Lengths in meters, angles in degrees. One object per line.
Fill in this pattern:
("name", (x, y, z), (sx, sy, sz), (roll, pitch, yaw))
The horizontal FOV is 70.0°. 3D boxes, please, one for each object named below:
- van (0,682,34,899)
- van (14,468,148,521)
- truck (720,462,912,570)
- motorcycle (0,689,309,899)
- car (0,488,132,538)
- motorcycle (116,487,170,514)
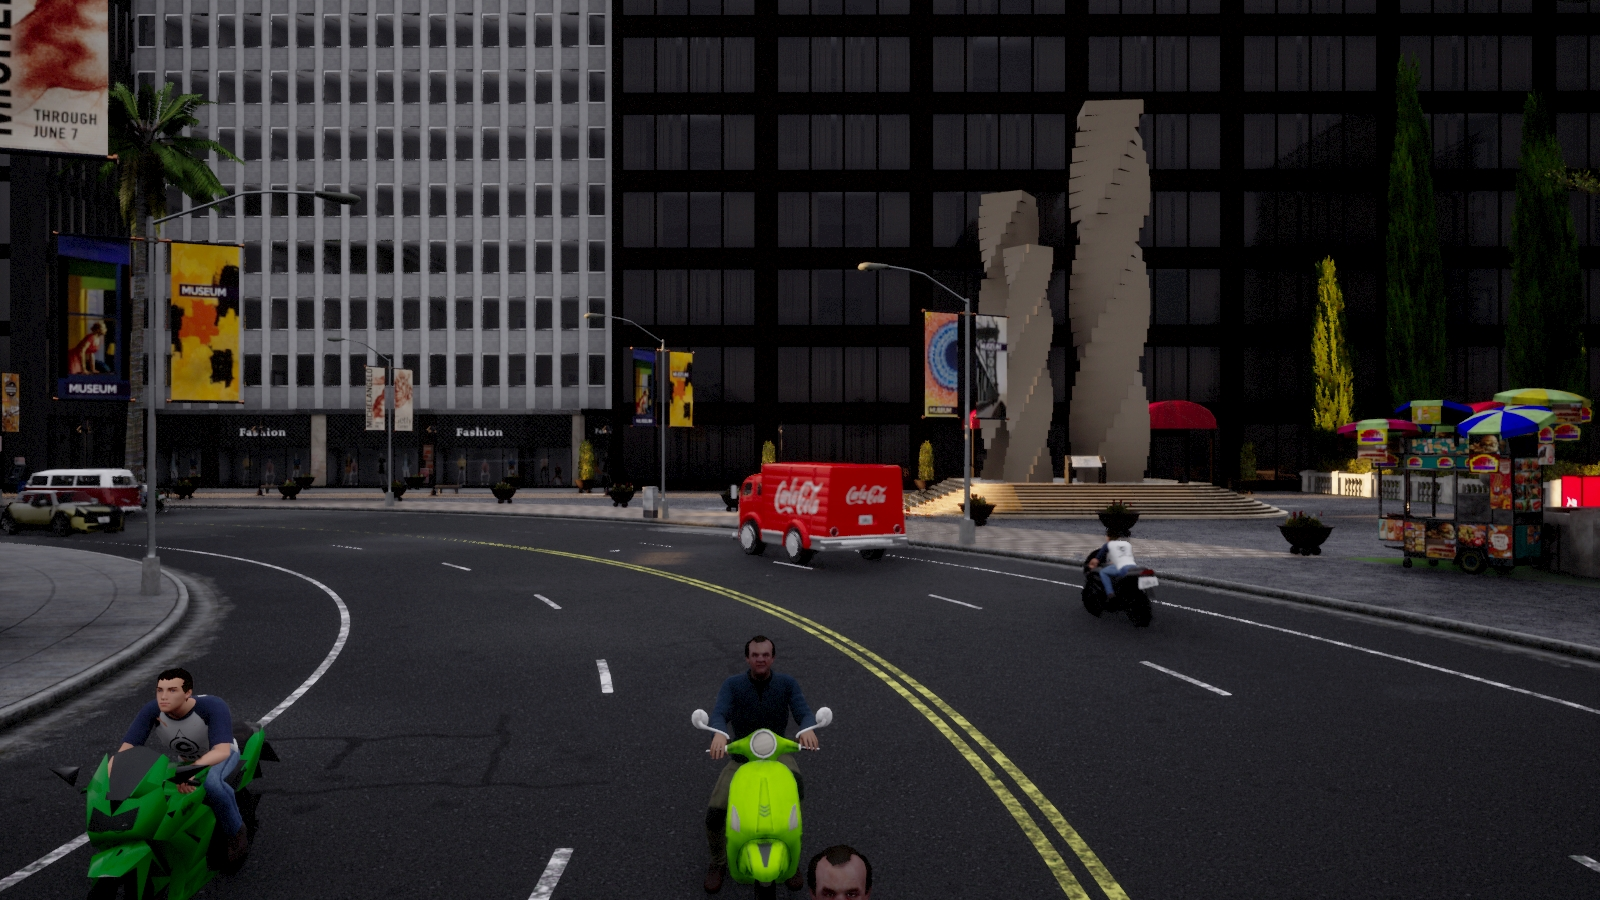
("van", (-3.531, 1.783, 1.506), (2.069, 2.038, 4.480), (0, 0, -1))
("van", (-29.300, 1.782, 46.593), (4.480, 2.038, 2.069), (0, 0, 13))
("truck", (0.290, 1.567, 29.558), (2.627, 2.467, 5.204), (0, 0, -31))
("motorcycle", (-3.697, 2.213, 6.785), (0.803, 1.145, 2.033), (0, 0, -4))
("car", (-24.348, 2.064, 37.818), (3.806, 1.475, 1.970), (0, 0, 22))
("motorcycle", (-28.764, 2.213, 50.028), (2.033, 1.145, 0.803), (0, 0, 13))
